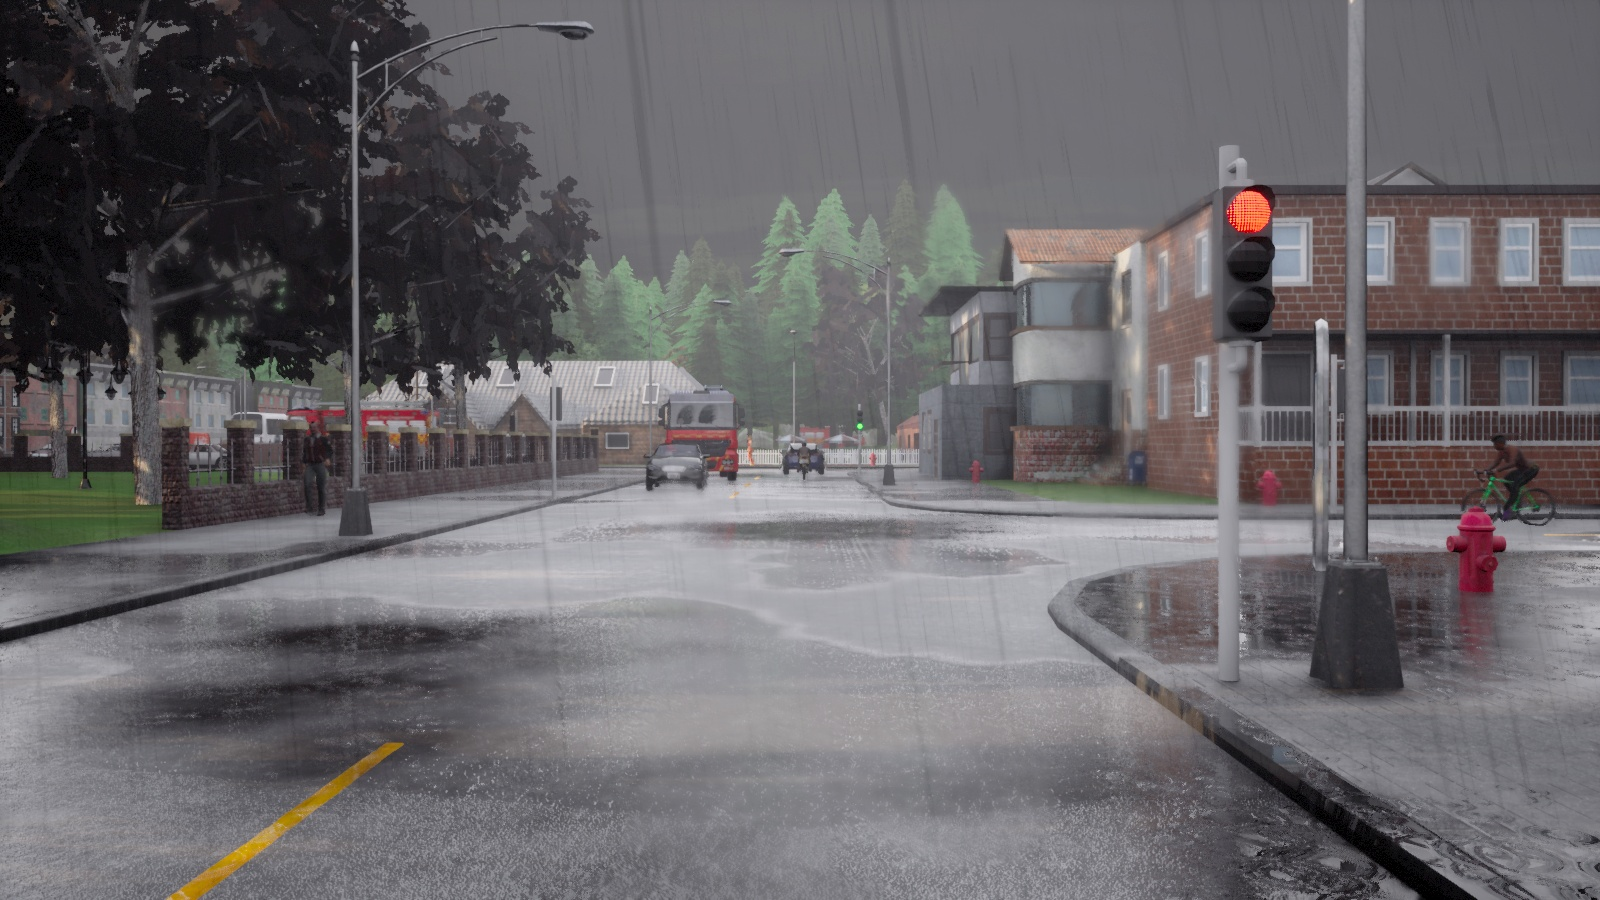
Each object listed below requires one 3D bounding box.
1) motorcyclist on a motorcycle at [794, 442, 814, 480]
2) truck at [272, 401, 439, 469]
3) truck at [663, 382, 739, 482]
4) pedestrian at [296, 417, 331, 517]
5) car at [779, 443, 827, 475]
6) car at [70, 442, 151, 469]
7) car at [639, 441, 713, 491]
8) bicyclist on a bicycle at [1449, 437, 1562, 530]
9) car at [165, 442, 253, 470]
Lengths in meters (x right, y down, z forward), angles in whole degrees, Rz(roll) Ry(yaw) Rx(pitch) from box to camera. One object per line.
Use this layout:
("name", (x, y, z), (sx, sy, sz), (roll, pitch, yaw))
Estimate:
("motorcyclist on a motorcycle", (0.169, 0.442, 50.842), (0.797, 1.523, 2.044), (0, 0, 0))
("truck", (-25.252, -0.843, 71.610), (8.468, 3.827, 2.891), (0, 0, 2))
("truck", (-4.037, -0.718, 52.503), (2.891, 3.827, 8.468), (0, 0, -3))
("pedestrian", (-9.204, 0.315, 23.755), (0.376, 1.854, 0.720), (0, 0, 0))
("car", (0.115, 0.400, 61.335), (2.163, 1.488, 4.792), (0, 0, -2))
("car", (-39.329, 0.324, 71.686), (3.633, 1.501, 1.845), (0, 0, 1))
("car", (-3.947, 0.470, 40.708), (2.128, 1.511, 4.902), (0, 0, -3))
("bicyclist on a bicycle", (12.455, 0.584, 22.203), (1.656, 1.620, 0.582), (0, 0, 0))
("car", (-31.765, 0.305, 67.616), (3.806, 1.475, 1.970), (0, 0, -1))
